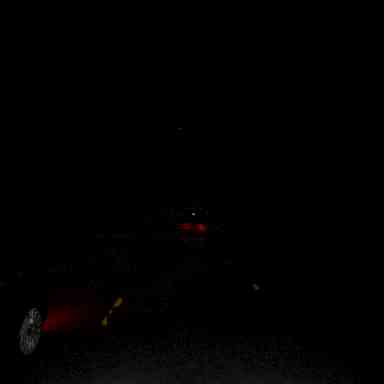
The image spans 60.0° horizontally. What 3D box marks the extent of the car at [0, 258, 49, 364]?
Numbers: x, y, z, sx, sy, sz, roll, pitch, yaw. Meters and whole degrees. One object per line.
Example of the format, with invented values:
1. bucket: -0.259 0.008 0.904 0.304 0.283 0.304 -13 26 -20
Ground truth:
1. car: -3.097 1.490 3.152 2.128 1.511 4.902 0 0 0

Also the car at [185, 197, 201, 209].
1. car: 0.141 1.506 46.095 2.128 1.511 4.902 0 0 0

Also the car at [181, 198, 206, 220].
1. car: 0.124 1.477 27.575 2.128 1.511 4.902 0 0 0
